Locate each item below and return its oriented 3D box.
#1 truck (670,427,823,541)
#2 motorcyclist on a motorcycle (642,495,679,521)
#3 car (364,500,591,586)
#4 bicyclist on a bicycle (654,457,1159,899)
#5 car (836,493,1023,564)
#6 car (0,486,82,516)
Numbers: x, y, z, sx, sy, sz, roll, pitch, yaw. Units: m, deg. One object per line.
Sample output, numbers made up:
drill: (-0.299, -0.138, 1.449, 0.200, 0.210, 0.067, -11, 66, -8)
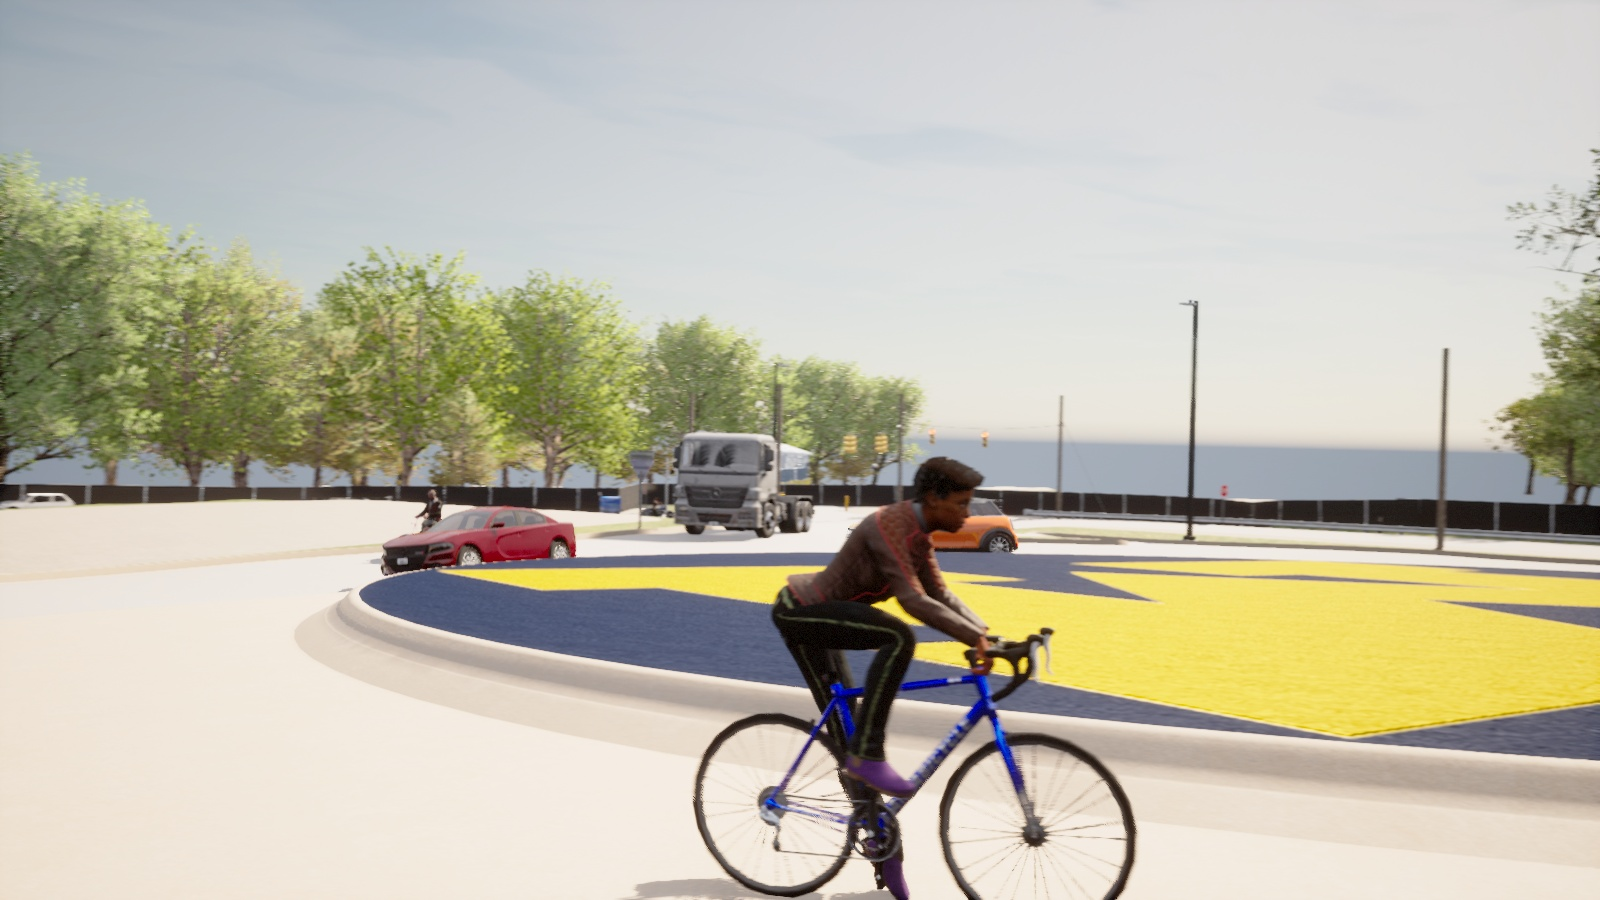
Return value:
truck: (-1.617, 1.167, 43.233, 2.891, 3.462, 7.936, 2, -1, 15)
motorcyclist on a motorcycle: (-9.471, 3.976, 85.477, 2.350, 1.649, 0.766, 2, 1, -14)
car: (-6.679, 1.916, 26.661, 1.882, 1.535, 5.008, -5, -4, 24)
bicyclist on a bicycle: (0.375, 0.852, 4.438, 1.656, 1.620, 0.582, 0, -2, 21)
car: (3.435, 2.090, 33.666, 4.553, 1.767, 2.097, 2, -3, -10)
car: (-41.676, 2.785, 68.669, 3.806, 1.475, 1.970, 2, 0, -42)
